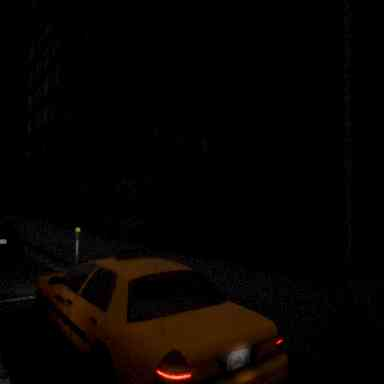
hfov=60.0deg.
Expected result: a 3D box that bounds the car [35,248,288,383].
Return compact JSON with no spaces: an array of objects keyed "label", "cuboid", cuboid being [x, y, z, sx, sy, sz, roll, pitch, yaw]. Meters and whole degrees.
[{"label":"car","cuboid":[-1.094,1.658,5.287,1.801,1.575,5.366,3,-3,-37]}]

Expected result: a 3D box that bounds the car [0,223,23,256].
[{"label":"car","cuboid":[-8.622,2.009,14.546,1.947,1.339,4.313,3,-3,-37]}]
